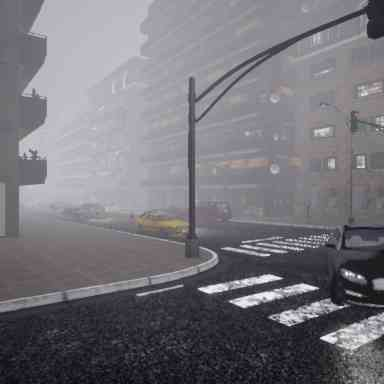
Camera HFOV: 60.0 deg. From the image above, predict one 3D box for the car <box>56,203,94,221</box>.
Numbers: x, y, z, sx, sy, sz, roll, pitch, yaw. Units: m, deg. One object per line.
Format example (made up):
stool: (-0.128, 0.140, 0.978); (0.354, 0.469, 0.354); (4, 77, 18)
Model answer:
car: (-11.930, 2.163, 33.825); (1.887, 1.381, 4.507); (-1, 0, -36)

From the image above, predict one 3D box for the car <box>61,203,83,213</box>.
car: (-19.603, 2.530, 54.206); (2.033, 1.411, 5.357); (0, -1, -36)

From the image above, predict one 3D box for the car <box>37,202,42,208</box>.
car: (-35.243, 3.049, 79.983); (1.887, 1.381, 4.507); (-1, 0, -36)

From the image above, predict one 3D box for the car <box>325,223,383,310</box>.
car: (4.265, 1.548, 7.877); (2.128, 1.511, 4.902); (0, -1, 19)

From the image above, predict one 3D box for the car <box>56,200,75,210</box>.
car: (-25.241, 2.524, 66.252); (2.192, 1.841, 5.009); (-1, 0, -36)

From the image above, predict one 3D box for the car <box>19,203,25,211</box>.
car: (-31.946, 2.770, 61.287); (1.887, 1.381, 4.507); (-1, 0, -36)

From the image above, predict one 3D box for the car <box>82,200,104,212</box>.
car: (-16.462, 2.307, 55.009); (2.097, 1.767, 4.553); (0, -1, -36)

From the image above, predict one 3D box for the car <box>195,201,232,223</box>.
car: (1.444, 1.713, 29.638); (2.192, 1.841, 5.009); (-1, 0, -36)

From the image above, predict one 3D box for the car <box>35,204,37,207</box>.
car: (-38.573, 3.168, 84.563); (1.947, 1.339, 4.313); (-1, 0, -36)

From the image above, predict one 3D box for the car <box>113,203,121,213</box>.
car: (-12.437, 2.290, 49.550); (1.801, 1.575, 5.366); (0, -1, -36)

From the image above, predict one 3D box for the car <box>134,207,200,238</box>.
car: (-1.823, 1.833, 19.956); (1.752, 1.417, 4.829); (-1, 0, -36)

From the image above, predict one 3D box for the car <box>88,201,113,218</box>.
car: (-10.916, 1.998, 36.870); (2.097, 1.767, 4.553); (0, -1, -36)

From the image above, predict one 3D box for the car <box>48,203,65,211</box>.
car: (-25.285, 2.755, 62.001); (1.895, 1.301, 4.718); (0, -1, -36)

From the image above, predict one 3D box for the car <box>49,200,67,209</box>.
car: (-28.577, 2.623, 70.829); (2.192, 1.841, 5.009); (-1, 0, -36)

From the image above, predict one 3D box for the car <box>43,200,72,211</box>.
car: (-20.033, 2.120, 49.530); (2.033, 1.411, 5.357); (0, -1, -36)
